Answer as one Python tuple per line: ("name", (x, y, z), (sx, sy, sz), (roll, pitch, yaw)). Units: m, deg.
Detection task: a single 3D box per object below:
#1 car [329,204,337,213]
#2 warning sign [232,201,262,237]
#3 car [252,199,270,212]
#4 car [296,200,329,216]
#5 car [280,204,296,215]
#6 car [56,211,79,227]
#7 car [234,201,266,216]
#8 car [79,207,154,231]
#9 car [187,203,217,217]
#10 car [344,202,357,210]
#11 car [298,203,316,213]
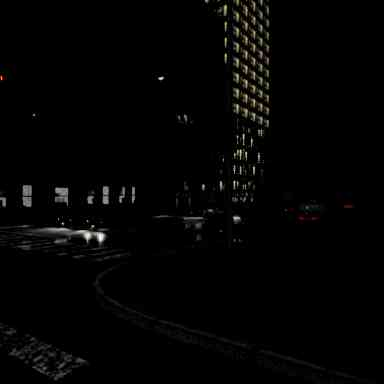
("car", (21.755, 2.596, 53.030), (1.994, 1.385, 4.181), (0, -1, 33))
("warning sign", (3.068, 1.454, 18.571), (1.300, 1.860, 1.060), (1, 1, 33))
("car", (10.835, 2.150, 54.062), (2.150, 2.045, 5.566), (0, -1, 33))
("car", (16.032, 2.065, 44.041), (2.150, 2.045, 5.566), (0, -1, 35))
("car", (13.730, 2.418, 46.440), (1.994, 1.385, 4.181), (0, -1, 33))
("car", (-7.597, 1.873, 25.500), (2.033, 1.411, 5.357), (0, -1, 33))
("car", (7.265, 2.279, 42.633), (2.033, 1.411, 5.357), (0, -1, 33))
("car", (-4.940, 1.874, 23.622), (2.033, 1.411, 5.357), (0, -1, 33))
("car", (1.262, 2.124, 39.308), (1.837, 1.490, 4.892), (0, -1, 33))
("car", (31.303, 2.789, 65.816), (1.882, 1.535, 5.008), (0, -1, 33))
("car", (19.019, 2.554, 54.785), (1.812, 1.442, 4.674), (0, -1, 33))
